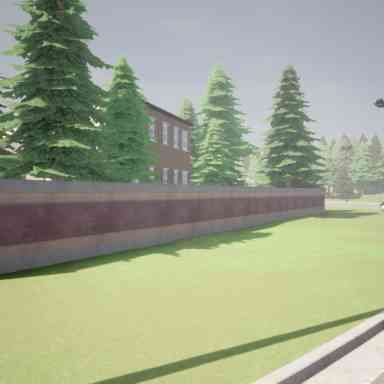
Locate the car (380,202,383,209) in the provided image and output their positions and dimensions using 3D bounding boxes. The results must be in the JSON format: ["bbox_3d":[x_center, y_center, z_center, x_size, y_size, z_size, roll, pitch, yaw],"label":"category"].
[{"bbox_3d":[25.199,1.505,40.693,1.837,1.490,4.892,0,0,-6],"label":"car"}]
